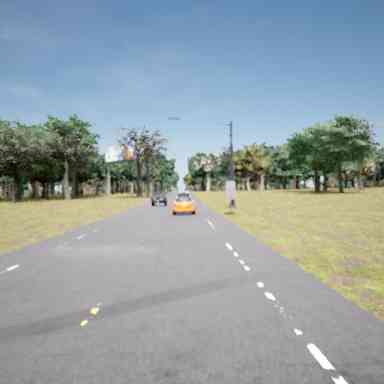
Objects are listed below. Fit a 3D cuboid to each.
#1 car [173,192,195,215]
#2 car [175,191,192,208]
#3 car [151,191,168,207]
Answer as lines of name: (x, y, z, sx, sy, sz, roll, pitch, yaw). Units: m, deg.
car: (-0.784, 1.200, 32.348, 2.097, 1.767, 4.553, -1, 0, -1)
car: (-1.076, 0.945, 45.041, 2.150, 2.045, 5.566, -1, 1, -1)
car: (-4.697, 0.882, 48.217, 2.150, 2.045, 5.566, -1, 1, -1)
